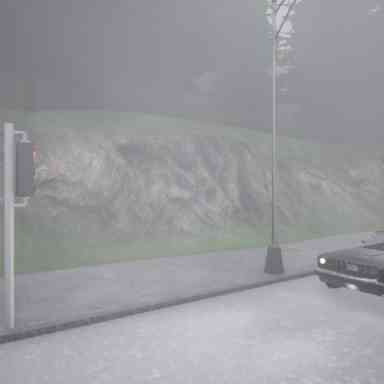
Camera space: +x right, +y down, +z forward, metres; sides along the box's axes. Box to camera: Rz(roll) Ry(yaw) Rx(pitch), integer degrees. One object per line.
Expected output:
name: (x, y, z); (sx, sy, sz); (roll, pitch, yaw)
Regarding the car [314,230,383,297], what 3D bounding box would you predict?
car: (5.065, 1.601, 7.928); (4.718, 1.301, 1.895); (0, 0, -34)
